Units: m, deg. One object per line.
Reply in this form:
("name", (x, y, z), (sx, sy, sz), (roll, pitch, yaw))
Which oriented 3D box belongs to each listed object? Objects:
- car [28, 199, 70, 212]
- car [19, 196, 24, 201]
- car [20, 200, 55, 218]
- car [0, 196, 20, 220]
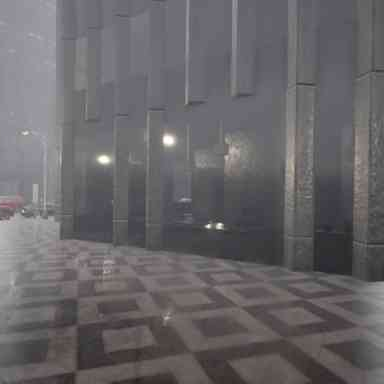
("car", (-17.484, 1.633, 40.828), (1.947, 1.339, 4.313), (1, 0, 35))
("car", (-20.749, 1.353, 36.228), (2.192, 1.841, 5.009), (1, 0, 35))
("car", (-13.810, 1.742, 31.283), (1.947, 1.339, 4.313), (1, 0, 35))
("car", (-17.076, 1.462, 26.681), (2.192, 1.841, 5.009), (1, 0, 35))
